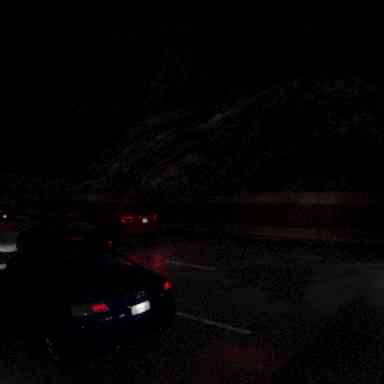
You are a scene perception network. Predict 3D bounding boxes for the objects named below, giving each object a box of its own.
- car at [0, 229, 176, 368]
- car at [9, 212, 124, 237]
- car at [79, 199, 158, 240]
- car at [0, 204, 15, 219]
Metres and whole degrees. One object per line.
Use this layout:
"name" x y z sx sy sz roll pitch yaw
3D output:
"car" -2.301 1.627 5.932 4.181 1.385 1.994 -1 -1 38
"car" -4.866 1.659 12.549 4.674 1.442 1.812 -1 -1 40
"car" -4.087 1.381 16.481 5.566 2.045 2.150 -1 0 42
"car" -17.636 1.871 30.508 1.837 1.490 4.892 0 0 -40
